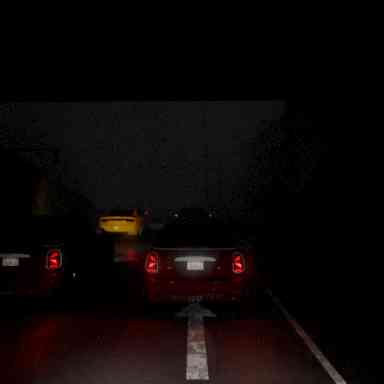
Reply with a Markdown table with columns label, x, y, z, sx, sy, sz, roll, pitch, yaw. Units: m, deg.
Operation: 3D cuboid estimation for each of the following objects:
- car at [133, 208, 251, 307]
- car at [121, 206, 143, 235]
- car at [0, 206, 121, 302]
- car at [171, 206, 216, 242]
| label | x | y | z | sx | sy | sz | roll | pitch | yaw |
| --- | --- | --- | --- | --- | --- | --- | --- | --- | --- |
| car | 0.067 | 1.351 | 8.112 | 2.097 | 1.767 | 4.553 | 0 | 0 | 0 |
| car | -3.431 | 1.475 | 17.529 | 1.882 | 1.535 | 5.008 | 0 | 0 | 0 |
| car | -3.428 | 1.351 | 8.440 | 2.097 | 1.767 | 4.553 | 0 | 0 | 0 |
| car | 0.070 | 1.545 | 17.639 | 2.033 | 1.411 | 5.357 | 0 | 0 | 0 |
